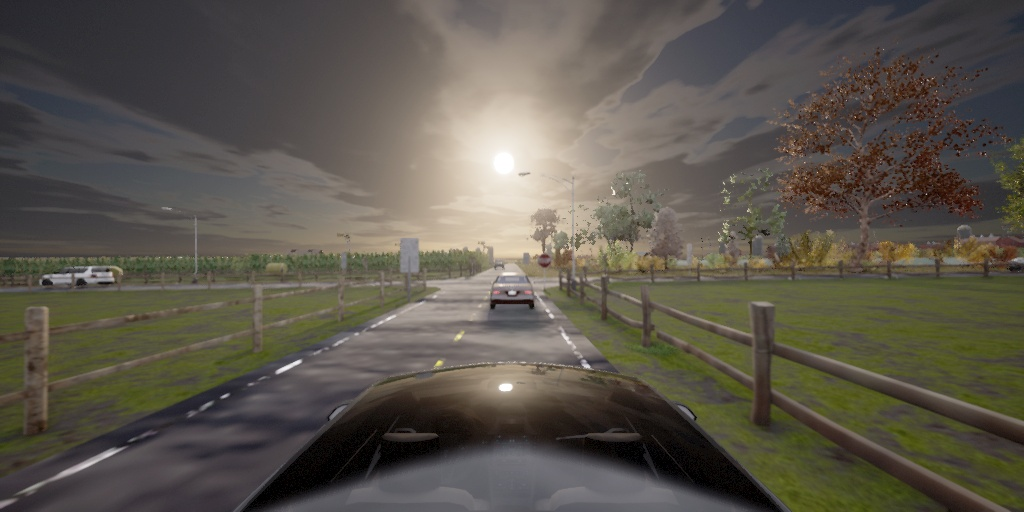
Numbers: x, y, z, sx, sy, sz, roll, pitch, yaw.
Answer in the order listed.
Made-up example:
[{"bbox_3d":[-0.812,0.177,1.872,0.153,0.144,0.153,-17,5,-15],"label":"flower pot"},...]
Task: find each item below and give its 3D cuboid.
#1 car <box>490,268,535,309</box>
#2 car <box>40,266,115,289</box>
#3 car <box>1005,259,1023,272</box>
[{"bbox_3d":[0.011,1.437,15.822,2.033,1.411,5.357,0,-1,0],"label":"car"},{"bbox_3d":[-42.153,2.073,34.849,5.566,2.045,2.150,-1,0,1],"label":"car"},{"bbox_3d":[48.864,0.712,33.076,4.892,1.490,1.837,-1,0,1],"label":"car"}]
